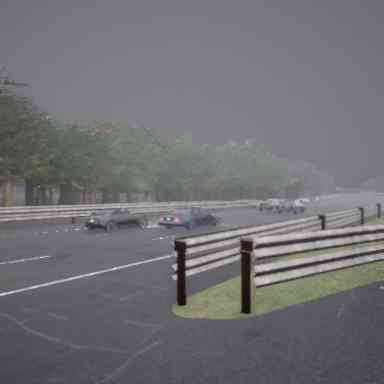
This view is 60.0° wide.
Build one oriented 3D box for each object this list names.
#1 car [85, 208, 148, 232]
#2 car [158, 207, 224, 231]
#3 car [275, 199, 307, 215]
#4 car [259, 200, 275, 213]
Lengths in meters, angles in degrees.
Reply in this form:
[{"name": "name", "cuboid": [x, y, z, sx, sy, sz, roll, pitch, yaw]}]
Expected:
[{"name": "car", "cuboid": [-4.792, 1.717, 21.588, 1.994, 1.385, 4.181, 0, 0, 36]}, {"name": "car", "cuboid": [0.063, 1.724, 22.270, 2.033, 1.411, 5.357, 0, 0, 36]}, {"name": "car", "cuboid": [11.814, 1.643, 38.836, 2.097, 1.767, 4.553, 0, 0, 34]}, {"name": "car", "cuboid": [10.136, 1.805, 42.570, 1.837, 1.490, 4.892, 0, 0, 35]}]
